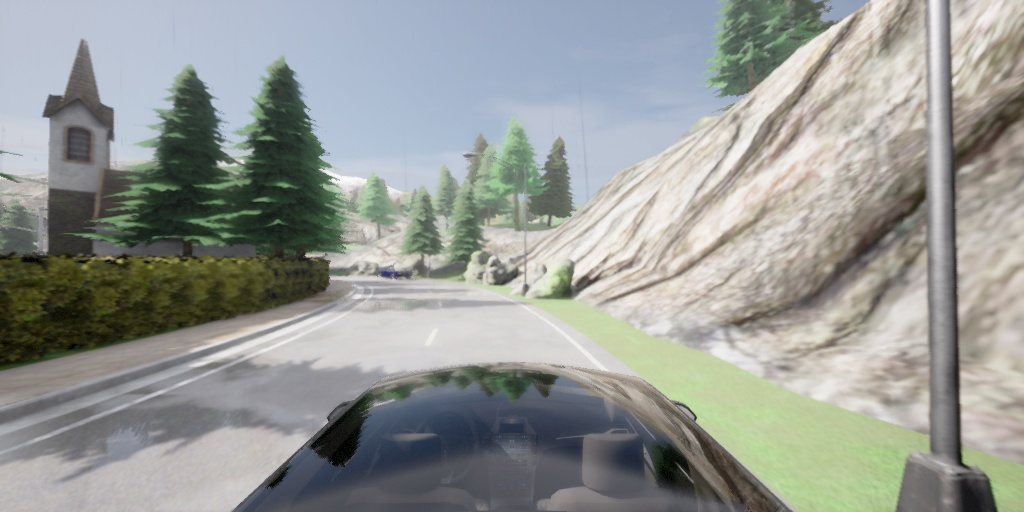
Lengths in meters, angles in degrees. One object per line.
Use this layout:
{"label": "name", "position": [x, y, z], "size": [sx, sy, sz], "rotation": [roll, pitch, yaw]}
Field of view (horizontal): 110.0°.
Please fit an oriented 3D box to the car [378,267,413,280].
{"label": "car", "position": [-12.950, 1.889, 39.541], "size": [4.718, 1.301, 1.895], "rotation": [-1, -1, 44]}
